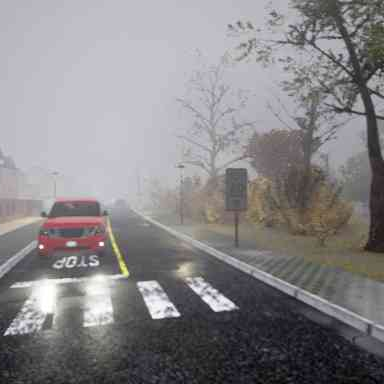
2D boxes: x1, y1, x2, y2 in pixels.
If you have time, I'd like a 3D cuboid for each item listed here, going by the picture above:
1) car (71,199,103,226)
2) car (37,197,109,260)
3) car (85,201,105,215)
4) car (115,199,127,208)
[{"bbox_3d":[-7.929,1.479,25.513,2.097,1.767,4.553,0,0,-15],"label":"car"},{"bbox_3d":[-4.514,1.267,13.122,2.150,2.045,5.566,0,0,-15],"label":"car"},{"bbox_3d":[-11.291,1.793,39.030,2.033,1.411,5.357,0,0,-13],"label":"car"},{"bbox_3d":[-12.126,1.855,56.679,1.882,1.535,5.008,0,0,-11],"label":"car"}]
